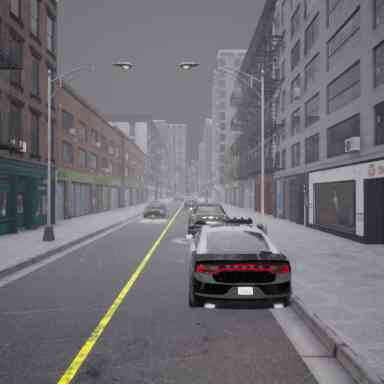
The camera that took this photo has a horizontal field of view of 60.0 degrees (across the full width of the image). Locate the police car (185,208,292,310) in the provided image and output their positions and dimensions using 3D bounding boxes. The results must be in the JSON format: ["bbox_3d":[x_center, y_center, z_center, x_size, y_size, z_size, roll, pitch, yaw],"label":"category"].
[{"bbox_3d":[0.876,1.429,8.081,1.930,1.638,5.238,0,0,0],"label":"police car"}]

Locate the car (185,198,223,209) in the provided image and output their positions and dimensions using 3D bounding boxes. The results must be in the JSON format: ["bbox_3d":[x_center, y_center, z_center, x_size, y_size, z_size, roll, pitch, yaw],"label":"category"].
[{"bbox_3d":[0.843,1.363,17.942,2.097,1.767,4.553,0,0,0],"label":"car"}]

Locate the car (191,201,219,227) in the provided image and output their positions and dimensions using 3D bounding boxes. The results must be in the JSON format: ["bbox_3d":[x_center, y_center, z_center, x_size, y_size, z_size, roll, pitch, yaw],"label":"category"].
[{"bbox_3d":[0.824,1.476,24.162,1.801,1.575,5.366,0,0,0],"label":"car"}]

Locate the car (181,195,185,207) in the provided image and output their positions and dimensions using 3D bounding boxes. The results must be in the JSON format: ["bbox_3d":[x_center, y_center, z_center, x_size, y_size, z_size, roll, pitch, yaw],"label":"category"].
[{"bbox_3d":[-0.112,1.557,46.874,2.128,1.511,4.902,0,0,0],"label":"car"}]

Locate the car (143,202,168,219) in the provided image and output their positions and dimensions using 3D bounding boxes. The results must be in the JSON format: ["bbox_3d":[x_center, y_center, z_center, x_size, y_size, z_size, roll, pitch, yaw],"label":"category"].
[{"bbox_3d":[-3.197,1.577,29.967,2.033,1.411,5.357,0,0,0],"label":"car"}]

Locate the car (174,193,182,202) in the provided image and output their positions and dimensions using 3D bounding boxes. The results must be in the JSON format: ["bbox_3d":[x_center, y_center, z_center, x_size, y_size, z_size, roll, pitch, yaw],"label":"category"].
[{"bbox_3d":[-3.262,1.387,81.840,2.150,2.045,5.566,0,0,0],"label":"car"}]
